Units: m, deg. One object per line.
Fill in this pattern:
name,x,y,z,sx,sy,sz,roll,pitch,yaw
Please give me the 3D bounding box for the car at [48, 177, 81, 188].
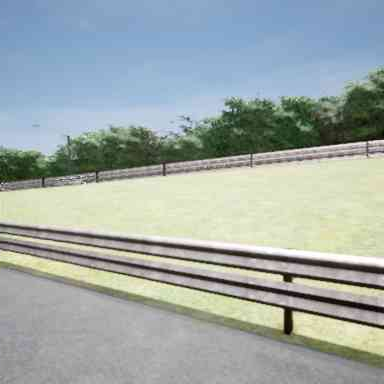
car,-20.542,-1.472,53.560,5.566,2.045,2.150,-4,-2,26
